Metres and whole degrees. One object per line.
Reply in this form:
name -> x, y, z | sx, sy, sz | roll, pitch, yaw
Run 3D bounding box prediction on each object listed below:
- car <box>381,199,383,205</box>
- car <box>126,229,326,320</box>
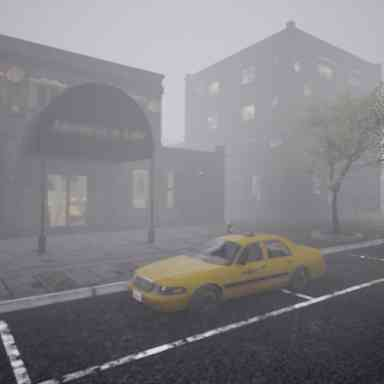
car -> 26.474, 1.195, 49.994 | 1.887, 1.381, 4.507 | 2, 0, -36
car -> 0.988, 1.538, 7.340 | 4.829, 1.417, 1.752 | 0, 0, -35
